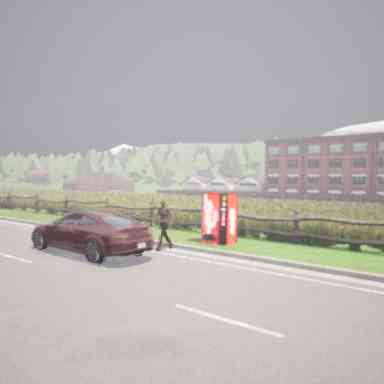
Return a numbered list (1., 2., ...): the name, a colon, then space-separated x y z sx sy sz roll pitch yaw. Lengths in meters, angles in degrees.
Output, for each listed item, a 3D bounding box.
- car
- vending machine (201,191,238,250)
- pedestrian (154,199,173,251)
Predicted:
1. car: -3.269 1.274 10.756 4.674 1.442 1.812 2 1 36
2. vending machine: 1.043 1.016 12.507 0.880 2.100 1.100 2 1 36
3. pedestrian: -0.974 1.083 11.539 0.375 1.860 0.375 2 1 36
